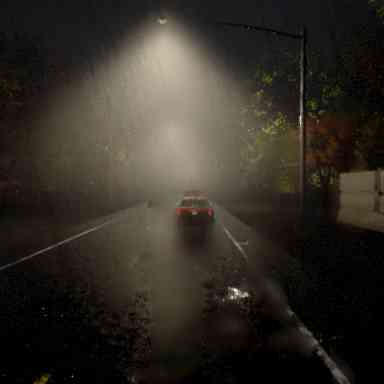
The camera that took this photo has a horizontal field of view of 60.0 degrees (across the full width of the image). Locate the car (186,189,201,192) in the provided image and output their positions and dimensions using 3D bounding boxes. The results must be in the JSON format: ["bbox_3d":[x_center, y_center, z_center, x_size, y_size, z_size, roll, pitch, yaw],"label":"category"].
[{"bbox_3d":[0.129,0.613,38.935,2.150,2.045,5.566,0,1,0],"label":"car"}]

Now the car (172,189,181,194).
[{"bbox_3d":[-3.447,-0.002,75.806,1.837,1.490,4.892,0,1,0],"label":"car"}]

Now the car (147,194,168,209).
[{"bbox_3d":[-3.566,0.954,35.248,1.837,1.490,4.892,0,0,0],"label":"car"}]

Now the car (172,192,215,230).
[{"bbox_3d":[0.120,1.065,18.931,2.097,1.767,4.553,0,1,0],"label":"car"}]
